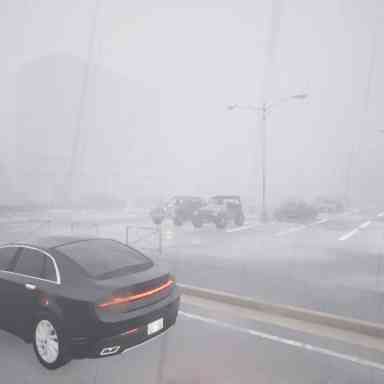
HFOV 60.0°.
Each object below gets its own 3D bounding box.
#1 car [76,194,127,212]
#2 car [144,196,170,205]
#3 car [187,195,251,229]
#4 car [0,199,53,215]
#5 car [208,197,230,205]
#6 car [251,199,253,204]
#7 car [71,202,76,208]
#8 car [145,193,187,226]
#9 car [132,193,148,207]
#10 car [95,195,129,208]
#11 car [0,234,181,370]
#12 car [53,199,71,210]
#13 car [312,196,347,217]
[{"bbox_3d":[-10.240,1.221,38.864,2.150,2.045,5.566,0,0,34],"label":"car"},{"bbox_3d":[-6.044,1.526,57.934,1.812,1.442,4.674,0,0,35],"label":"car"},{"bbox_3d":[1.714,1.156,20.226,1.905,1.878,3.866,0,0,34],"label":"car"},{"bbox_3d":[-17.489,1.601,34.753,1.895,1.301,4.718,0,0,34],"label":"car"},{"bbox_3d":[5.016,1.601,61.545,1.895,1.301,4.718,0,0,34],"label":"car"},{"bbox_3d":[9.855,1.505,62.469,1.837,1.490,4.892,0,0,34],"label":"car"},{"bbox_3d":[-12.487,1.526,42.164,1.812,1.442,4.674,0,0,34],"label":"car"},{"bbox_3d":[-0.650,1.153,21.896,1.932,1.855,4.605,0,0,34],"label":"car"},{"bbox_3d":[-6.600,1.221,50.875,2.150,2.045,5.566,0,0,34],"label":"car"},{"bbox_3d":[-11.824,1.352,49.424,2.097,1.767,4.553,0,0,34],"label":"car"},{"bbox_3d":[-2.448,1.505,5.747,4.892,1.490,1.837,0,0,36],"label":"car"},{"bbox_3d":[-17.161,1.547,41.507,2.033,1.411,5.357,0,0,34],"label":"car"},{"bbox_3d":[13.761,1.395,33.160,1.970,1.475,3.806,0,0,34],"label":"car"}]
